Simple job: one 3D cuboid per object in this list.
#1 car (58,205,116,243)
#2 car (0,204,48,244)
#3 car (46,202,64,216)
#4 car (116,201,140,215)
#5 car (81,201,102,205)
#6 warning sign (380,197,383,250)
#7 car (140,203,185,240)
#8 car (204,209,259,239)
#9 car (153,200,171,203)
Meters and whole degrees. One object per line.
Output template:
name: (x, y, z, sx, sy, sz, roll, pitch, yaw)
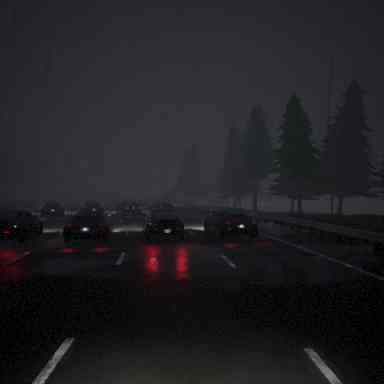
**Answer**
car: (-4.942, 1.572, 16.193, 1.994, 1.385, 4.181, 0, 0, -11)
car: (-8.381, 1.532, 15.544, 1.812, 1.442, 4.674, 0, 0, -11)
car: (-12.928, 1.572, 30.918, 1.994, 1.385, 4.181, 0, 0, -22)
car: (-6.450, 1.563, 33.570, 2.033, 1.411, 5.357, 0, 0, -22)
car: (-9.689, 1.572, 32.244, 1.994, 1.385, 4.181, 0, 0, -22)
warning sign: (7.447, 1.114, 11.447, 1.300, 1.860, 1.060, 0, 0, -6)
car: (-1.503, 1.532, 16.842, 1.812, 1.442, 4.674, 0, 0, -11)
car: (1.937, 1.572, 17.492, 1.994, 1.385, 4.181, 0, 0, -11)
car: (-3.211, 1.533, 34.896, 1.812, 1.442, 4.674, 0, 0, -22)
